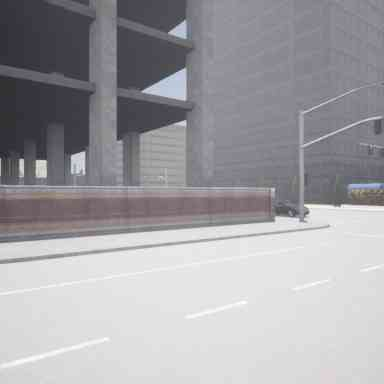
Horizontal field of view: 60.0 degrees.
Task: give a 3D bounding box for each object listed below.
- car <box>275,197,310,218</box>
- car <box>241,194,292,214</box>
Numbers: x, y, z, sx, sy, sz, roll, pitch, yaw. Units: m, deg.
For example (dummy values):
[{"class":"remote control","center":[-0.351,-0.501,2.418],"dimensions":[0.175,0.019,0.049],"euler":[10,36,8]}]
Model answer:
[{"class":"car","center":[8.547,1.505,30.860],"dimensions":[1.837,1.490,4.892],"euler":[0,0,-35]},{"class":"car","center":[8.223,1.221,37.318],"dimensions":[2.150,2.045,5.566],"euler":[0,0,-36]}]
